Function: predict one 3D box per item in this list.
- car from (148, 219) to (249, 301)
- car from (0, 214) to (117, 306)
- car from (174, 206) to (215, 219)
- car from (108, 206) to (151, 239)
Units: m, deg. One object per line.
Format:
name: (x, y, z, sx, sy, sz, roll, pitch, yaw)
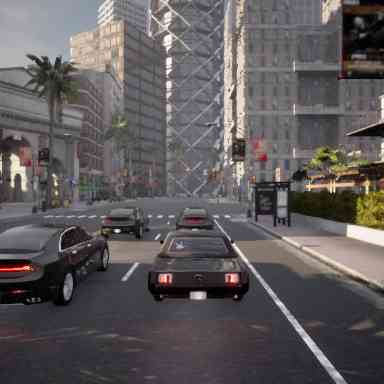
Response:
car: (0.122, 1.601, 8.285, 1.895, 1.301, 4.718, 0, 0, 0)
car: (-3.370, 1.505, 8.027, 1.837, 1.490, 4.892, 0, 0, 0)
car: (0.137, 1.505, 17.548, 1.837, 1.490, 4.892, 0, 0, 0)
car: (-3.362, 1.505, 17.433, 1.837, 1.490, 4.892, 0, 0, 0)
